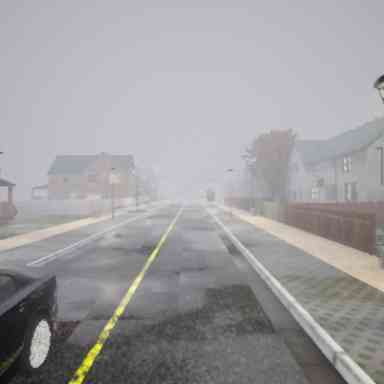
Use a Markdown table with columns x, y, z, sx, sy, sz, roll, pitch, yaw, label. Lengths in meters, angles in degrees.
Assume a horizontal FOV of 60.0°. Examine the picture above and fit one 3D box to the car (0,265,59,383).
| x | y | z | sx | sy | sz | roll | pitch | yaw | label |
| --- | --- | --- | --- | --- | --- | --- | --- | --- | --- |
| -2.840 | 1.478 | 2.742 | 1.882 | 1.535 | 5.008 | 0 | 0 | 0 | car |
